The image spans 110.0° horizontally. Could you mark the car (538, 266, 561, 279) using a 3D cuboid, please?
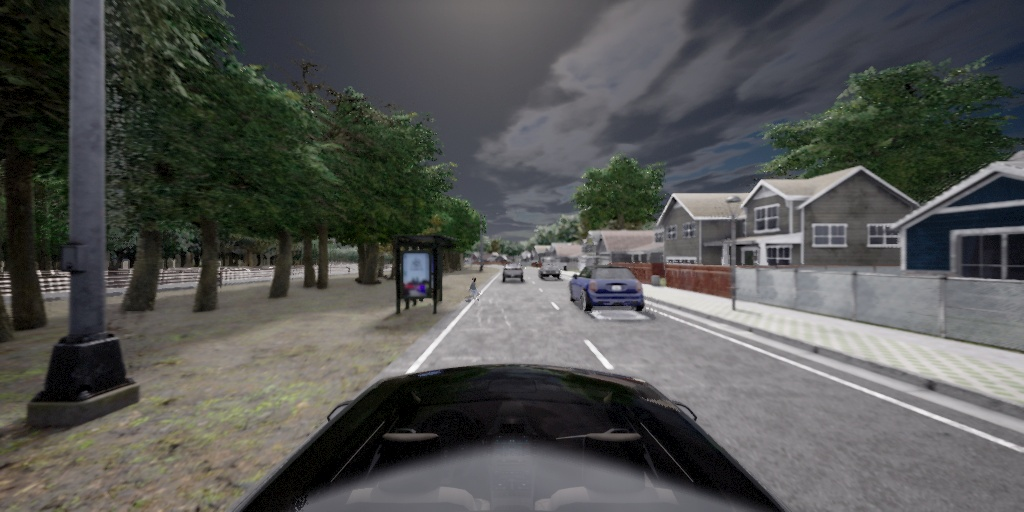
[{"bbox_3d":[3.606,1.606,35.391,1.895,1.301,4.718,0,-1,0],"label":"car"}]

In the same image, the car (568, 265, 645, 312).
[{"bbox_3d":[3.603,1.132,14.480,2.097,1.767,4.553,0,0,0],"label":"car"}]

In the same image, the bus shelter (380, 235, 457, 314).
[{"bbox_3d":[-3.497,0.650,13.865,1.920,2.740,3.880,0,0,0],"label":"bus shelter"}]

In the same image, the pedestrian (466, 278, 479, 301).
[{"bbox_3d":[-1.758,1.084,16.276,0.375,1.860,0.375,0,0,10],"label":"pedestrian"}]

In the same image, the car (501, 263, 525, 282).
[{"bbox_3d":[0.083,1.452,31.938,2.128,1.511,4.902,0,-1,0],"label":"car"}]
